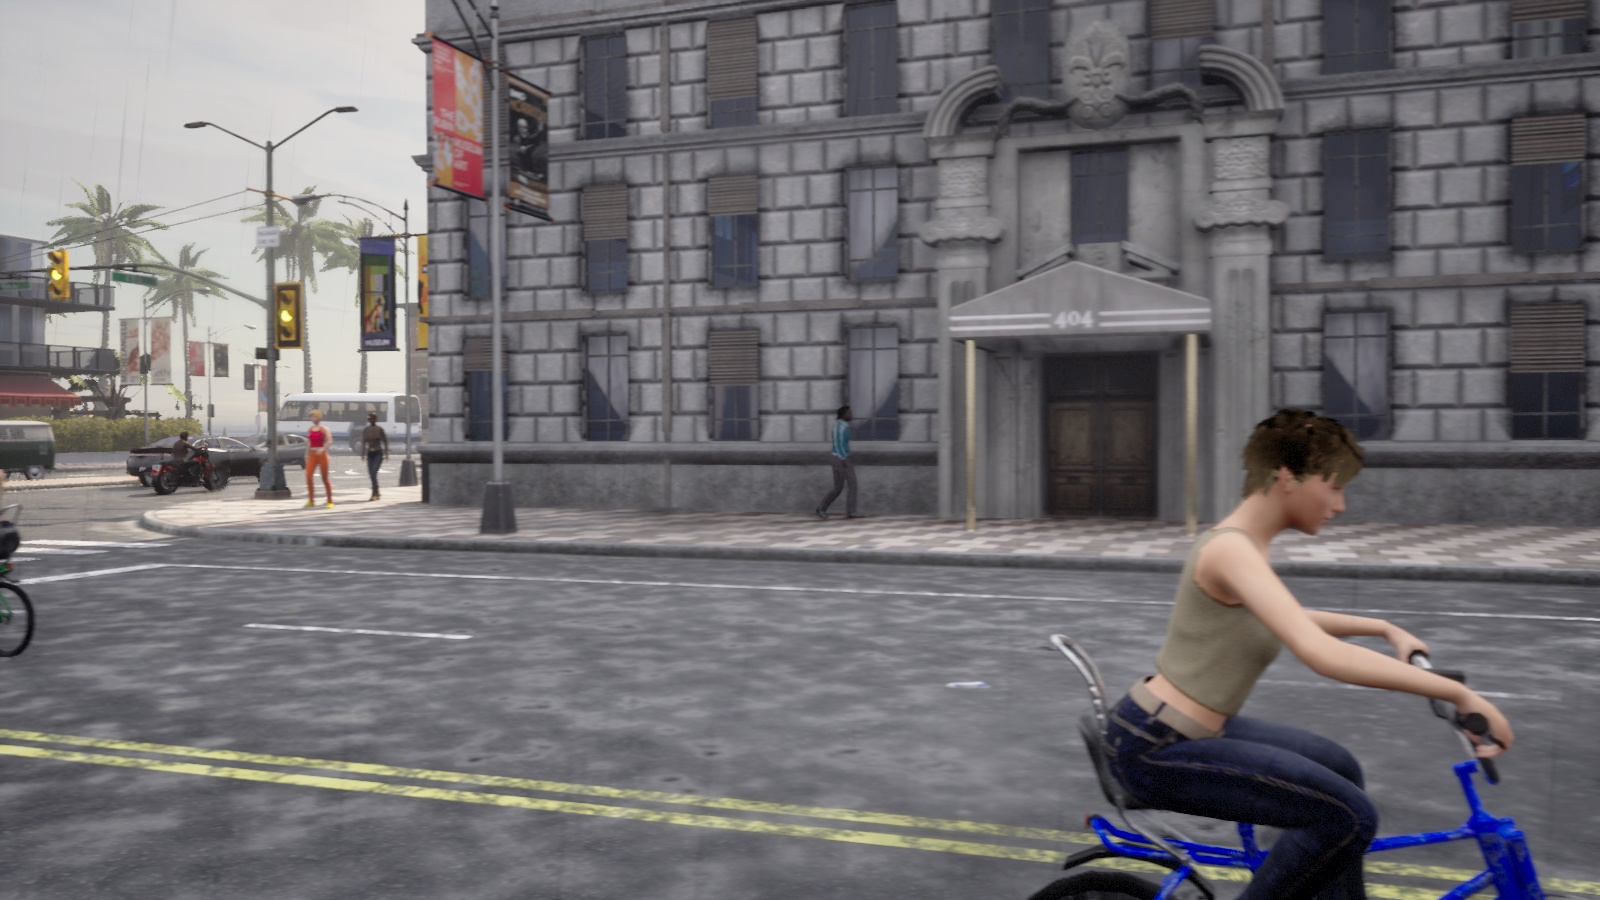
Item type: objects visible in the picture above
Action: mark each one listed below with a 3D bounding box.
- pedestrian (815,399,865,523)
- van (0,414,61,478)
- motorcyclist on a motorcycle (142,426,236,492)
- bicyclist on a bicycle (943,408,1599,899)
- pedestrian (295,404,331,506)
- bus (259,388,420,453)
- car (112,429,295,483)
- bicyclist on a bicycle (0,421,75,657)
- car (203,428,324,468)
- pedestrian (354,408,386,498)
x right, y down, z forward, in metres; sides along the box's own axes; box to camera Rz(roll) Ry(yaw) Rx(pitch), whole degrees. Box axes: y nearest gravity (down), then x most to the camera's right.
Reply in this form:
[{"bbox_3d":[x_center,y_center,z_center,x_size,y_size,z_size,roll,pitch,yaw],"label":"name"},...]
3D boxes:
[{"bbox_3d":[0.643,0.168,19.954,0.692,1.930,0.396,1,1,22],"label":"pedestrian"},{"bbox_3d":[-25.695,-0.131,39.195,1.775,1.987,4.442,0,1,19],"label":"van"},{"bbox_3d":[-15.809,0.208,32.572,0.766,1.649,2.350,0,1,19],"label":"motorcyclist on a motorcycle"},{"bbox_3d":[1.152,0.723,2.790,1.509,1.612,0.866,1,1,18],"label":"bicyclist on a bicycle"},{"bbox_3d":[-8.932,0.088,23.029,0.345,1.836,0.594,0,1,10],"label":"pedestrian"},{"bbox_3d":[-31.787,-2.031,86.720,10.273,4.253,3.944,1,1,19],"label":"bus"},{"bbox_3d":[-17.754,0.126,37.695,2.128,1.511,4.902,0,1,19],"label":"car"},{"bbox_3d":[-6.119,0.602,8.933,1.509,1.612,0.866,0,1,19],"label":"bicyclist on a bicycle"},{"bbox_3d":[-21.673,-0.107,50.940,2.007,1.525,4.514,0,1,19],"label":"car"},{"bbox_3d":[-8.786,0.046,25.687,0.328,1.805,0.869,0,1,2],"label":"pedestrian"}]
